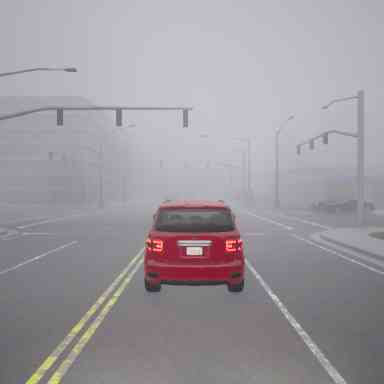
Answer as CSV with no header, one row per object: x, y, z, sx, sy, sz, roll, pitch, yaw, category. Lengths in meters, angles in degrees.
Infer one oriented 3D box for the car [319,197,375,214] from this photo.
16.562,1.478,35.079,5.008,1.535,1.882,0,0,0,car

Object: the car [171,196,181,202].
-3.605,1.552,74.093,1.994,1.385,4.181,0,0,0,car

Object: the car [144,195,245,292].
0.060,1.221,9.047,2.150,2.045,5.566,0,0,0,car

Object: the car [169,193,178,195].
-3.667,1.352,54.633,2.097,1.767,4.553,0,0,0,car

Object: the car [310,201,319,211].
16.103,1.352,38.586,4.553,1.767,2.097,0,0,0,car

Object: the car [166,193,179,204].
-3.641,1.222,64.227,2.150,2.045,5.566,0,0,0,car
